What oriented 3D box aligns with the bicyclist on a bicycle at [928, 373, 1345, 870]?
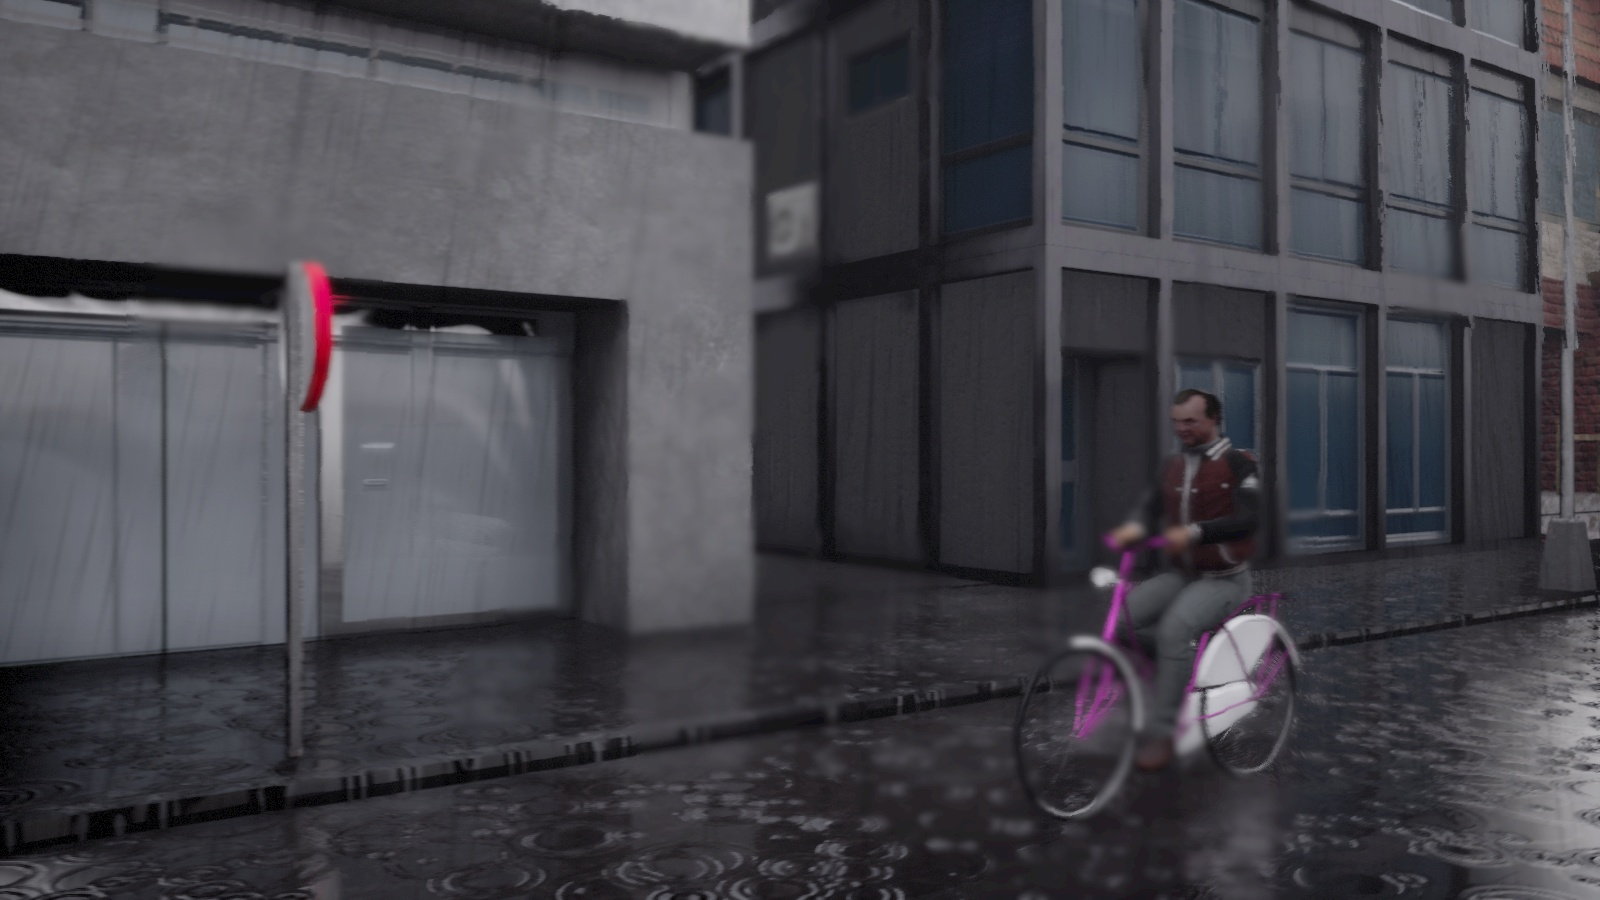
[{"bbox_3d":[1.461,0.612,5.290,1.843,1.776,0.659,0,0,-35],"label":"bicyclist on a bicycle"}]
